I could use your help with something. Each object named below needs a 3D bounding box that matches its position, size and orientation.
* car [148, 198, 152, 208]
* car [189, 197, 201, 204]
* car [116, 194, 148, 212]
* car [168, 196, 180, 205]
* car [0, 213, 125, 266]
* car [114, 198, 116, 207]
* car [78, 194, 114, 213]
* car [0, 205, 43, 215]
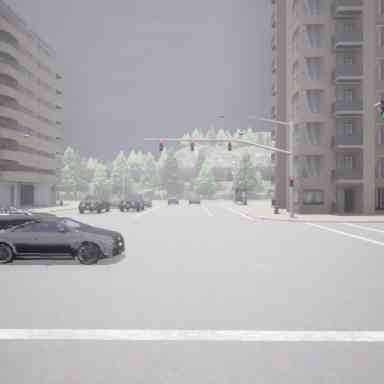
[{"bbox_3d":[-6.962,1.526,48.971,1.812,1.442,4.674,0,0,0],"label":"car"},{"bbox_3d":[0.490,1.564,61.520,1.994,1.385,4.181,0,0,5],"label":"car"},{"bbox_3d":[-6.999,1.221,39.442,2.150,2.045,5.566,0,0,0],"label":"car"},{"bbox_3d":[-3.355,1.526,60.003,1.812,1.442,4.674,0,0,0],"label":"car"},{"bbox_3d":[-4.403,1.564,11.134,4.181,1.385,1.994,0,0,1],"label":"car"},{"bbox_3d":[-10.478,1.526,45.842,1.812,1.442,4.674,0,0,0],"label":"car"},{"bbox_3d":[-10.508,1.221,36.239,2.150,2.045,5.566,0,0,0],"label":"car"},{"bbox_3d":[-9.954,1.491,18.232,4.902,1.511,2.128,0,0,-30],"label":"car"}]
